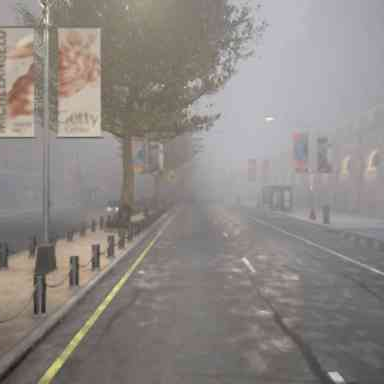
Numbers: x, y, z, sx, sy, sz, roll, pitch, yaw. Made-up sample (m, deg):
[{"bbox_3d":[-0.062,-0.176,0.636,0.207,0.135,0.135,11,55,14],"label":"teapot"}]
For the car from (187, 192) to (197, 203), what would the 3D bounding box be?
[{"bbox_3d":[-0.004,1.336,67.140,2.097,1.767,4.553,0,0,0],"label":"car"}]

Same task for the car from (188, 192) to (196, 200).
[{"bbox_3d":[-0.005,1.029,87.504,2.150,2.045,5.566,0,0,0],"label":"car"}]

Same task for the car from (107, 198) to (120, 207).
[{"bbox_3d":[-11.577,1.589,51.146,1.895,1.301,4.718,0,0,0],"label":"car"}]

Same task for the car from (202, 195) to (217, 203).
[{"bbox_3d":[3.496,1.583,67.116,1.895,1.301,4.718,0,0,0],"label":"car"}]

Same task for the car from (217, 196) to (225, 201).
[{"bbox_3d":[6.745,1.574,80.016,1.895,1.301,4.718,0,0,0],"label":"car"}]

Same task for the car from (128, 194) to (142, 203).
[{"bbox_3d":[-11.506,1.340,67.142,2.097,1.767,4.553,0,0,0],"label":"car"}]

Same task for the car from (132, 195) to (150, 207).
[{"bbox_3d":[-8.079,1.466,50.955,1.882,1.535,5.008,0,0,0],"label":"car"}]

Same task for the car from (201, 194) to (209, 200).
[{"bbox_3d":[3.495,1.356,87.475,1.994,1.385,4.181,0,0,0],"label":"car"}]

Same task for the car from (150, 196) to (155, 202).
[{"bbox_3d":[-8.008,1.541,67.030,1.994,1.385,4.181,0,0,0],"label":"car"}]
